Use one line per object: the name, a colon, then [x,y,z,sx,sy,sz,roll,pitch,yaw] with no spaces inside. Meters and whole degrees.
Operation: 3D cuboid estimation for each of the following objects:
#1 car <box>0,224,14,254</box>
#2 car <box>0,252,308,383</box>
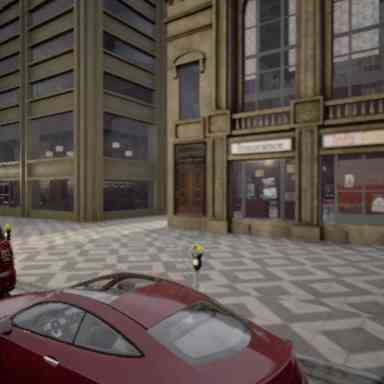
car: [-5.584,1.306,6.753,5.009,1.841,2.192,0,0,34]
car: [-0.954,1.572,3.600,4.206,1.307,1.802,0,0,34]
